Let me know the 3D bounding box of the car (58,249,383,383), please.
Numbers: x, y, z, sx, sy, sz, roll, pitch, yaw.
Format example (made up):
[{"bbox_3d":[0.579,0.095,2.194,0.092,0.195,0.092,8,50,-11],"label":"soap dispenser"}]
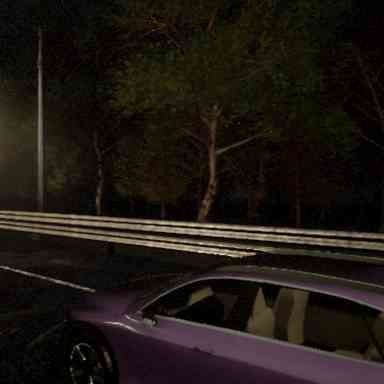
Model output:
[{"bbox_3d":[0.654,1.438,3.403,4.856,1.649,2.033,0,0,36],"label":"car"}]
